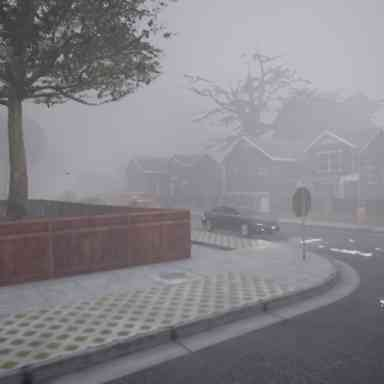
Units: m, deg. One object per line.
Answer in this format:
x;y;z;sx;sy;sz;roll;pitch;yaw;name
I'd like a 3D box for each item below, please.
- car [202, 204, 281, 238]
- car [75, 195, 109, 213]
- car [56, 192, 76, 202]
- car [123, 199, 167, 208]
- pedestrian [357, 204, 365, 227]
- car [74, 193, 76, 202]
2.430;1.400;17.470;1.837;1.490;4.892;-1;1;-34;car
-10.342;1.322;35.115;1.837;1.490;4.892;-1;1;-36;car
-20.039;0.951;53.211;2.150;2.045;5.566;-1;1;-36;car
-3.659;1.331;25.941;1.882;1.535;5.008;-1;1;-36;car
9.245;1.236;18.177;0.375;1.300;0.375;-1;0;-36;pedestrian
-13.807;1.224;44.755;1.882;1.535;5.008;-1;1;-35;car
